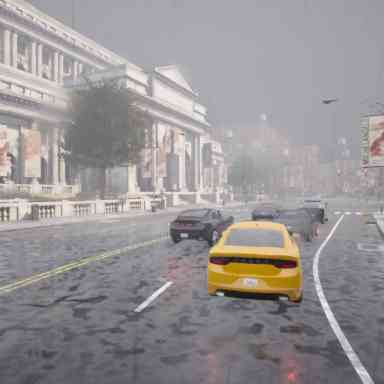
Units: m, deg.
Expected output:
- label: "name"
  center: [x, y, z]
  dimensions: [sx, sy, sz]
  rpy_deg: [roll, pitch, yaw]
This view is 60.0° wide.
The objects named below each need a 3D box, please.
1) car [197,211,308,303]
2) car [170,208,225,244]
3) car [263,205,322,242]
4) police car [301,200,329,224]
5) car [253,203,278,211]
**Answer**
- label: "car"
  center: [1.687, 1.478, 8.412]
  dimensions: [1.882, 1.535, 5.008]
  rpy_deg: [0, 0, 15]
- label: "car"
  center: [0.669, 1.502, 15.426]
  dimensions: [1.837, 1.490, 4.892]
  rpy_deg: [0, -1, 24]
- label: "car"
  center: [5.137, 1.564, 16.715]
  dimensions: [1.994, 1.385, 4.181]
  rpy_deg: [0, 0, 26]
- label: "police car"
  center: [9.132, 1.425, 25.075]
  dimensions: [1.930, 1.638, 5.238]
  rpy_deg: [0, 0, 27]
- label: "car"
  center: [6.270, 1.564, 26.932]
  dimensions: [1.994, 1.385, 4.181]
  rpy_deg: [0, 0, 26]
